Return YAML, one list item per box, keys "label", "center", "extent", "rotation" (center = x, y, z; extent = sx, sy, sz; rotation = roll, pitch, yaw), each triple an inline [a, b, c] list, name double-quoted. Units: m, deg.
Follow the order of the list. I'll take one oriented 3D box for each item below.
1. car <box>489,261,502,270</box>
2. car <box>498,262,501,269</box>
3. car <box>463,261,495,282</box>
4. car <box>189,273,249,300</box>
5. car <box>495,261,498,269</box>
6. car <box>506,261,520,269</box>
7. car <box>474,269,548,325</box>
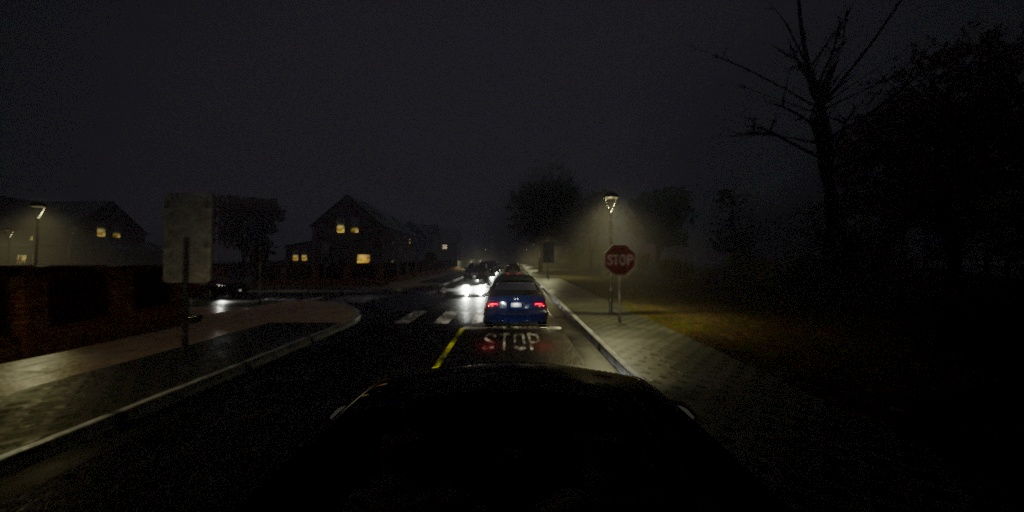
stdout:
- label: "car"
  center: [-2.739, 1.499, 60.130]
  extent: [2.033, 1.411, 5.357]
  rotation: [0, 0, 0]
- label: "car"
  center: [-2.792, 1.406, 49.773]
  extent: [1.837, 1.490, 4.892]
  rotation: [0, 0, 0]
- label: "car"
  center: [-2.831, 1.313, 29.451]
  extent: [2.128, 1.511, 4.902]
  rotation: [0, 0, 0]
- label: "car"
  center: [-14.781, 1.304, 16.514]
  extent: [4.674, 1.442, 1.812]
  rotation: [0, -2, 2]
- label: "car"
  center: [-2.812, 1.362, 39.558]
  extent: [1.837, 1.490, 4.892]
  rotation: [0, 0, 0]
- label: "car"
  center: [0.147, 1.432, 50.919]
  extent: [1.812, 1.442, 4.674]
  rotation: [0, 0, 0]
- label: "car"
  center: [0.100, 1.319, 11.793]
  extent: [2.033, 1.411, 5.357]
  rotation: [0, 0, 0]
